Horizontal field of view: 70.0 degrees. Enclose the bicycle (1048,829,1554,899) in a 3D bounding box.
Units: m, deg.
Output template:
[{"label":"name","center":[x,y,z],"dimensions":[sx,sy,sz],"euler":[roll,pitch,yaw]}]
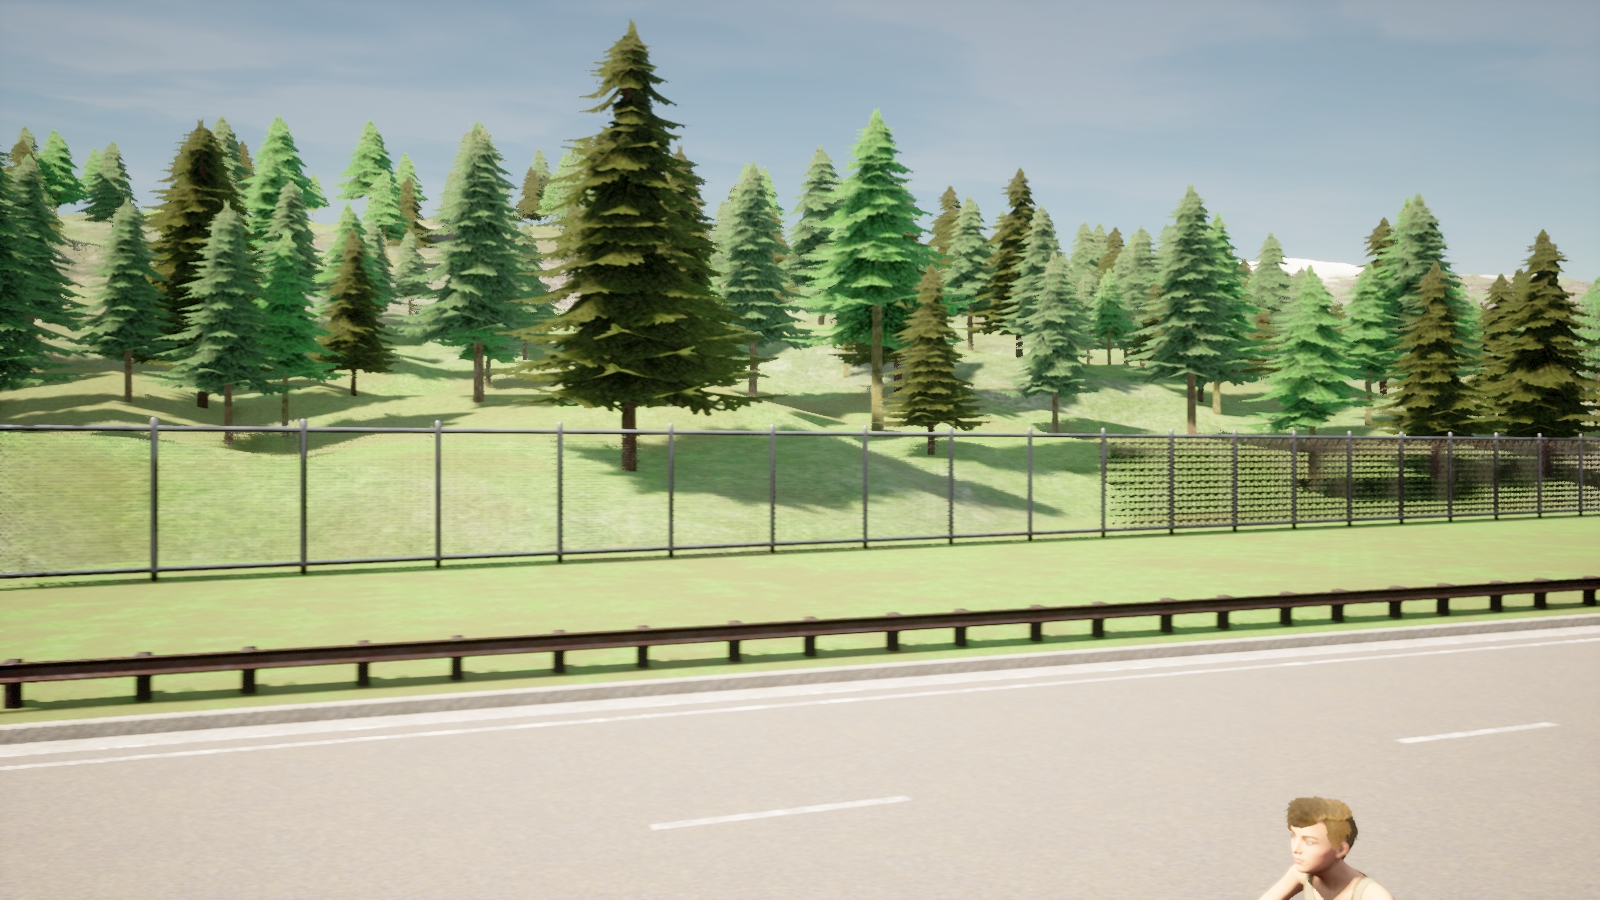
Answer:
[{"label":"bicycle","center":[1.731,2.158,3.926],"dimensions":[1.487,1.277,0.859],"euler":[0,0,-20]}]
